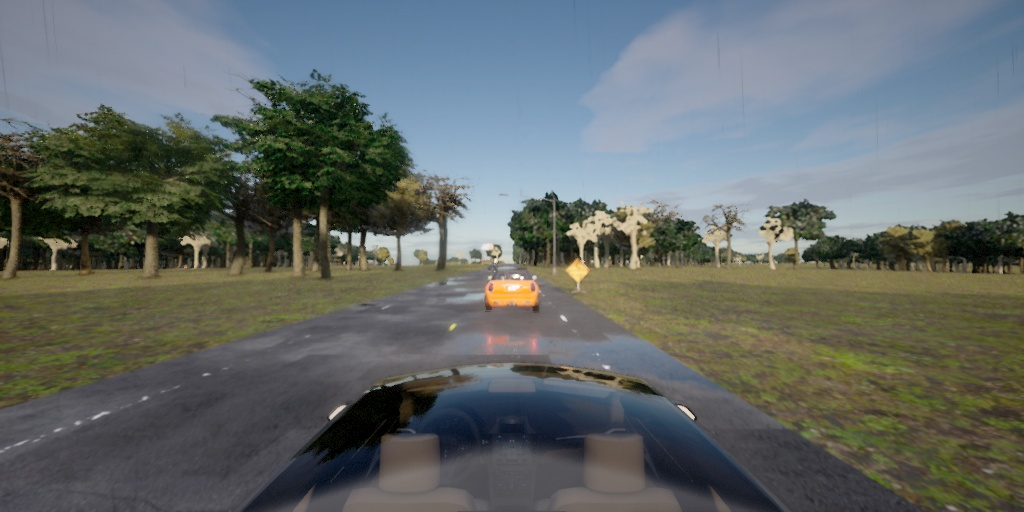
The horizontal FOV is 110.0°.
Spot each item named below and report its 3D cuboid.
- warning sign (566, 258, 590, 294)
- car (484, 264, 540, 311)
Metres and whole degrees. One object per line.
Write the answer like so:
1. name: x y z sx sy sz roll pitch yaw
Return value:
1. warning sign: 3.546 1.054 19.142 1.300 1.860 1.060 0 0 0
2. car: 0.021 1.247 15.327 2.097 1.767 4.553 0 -1 1
